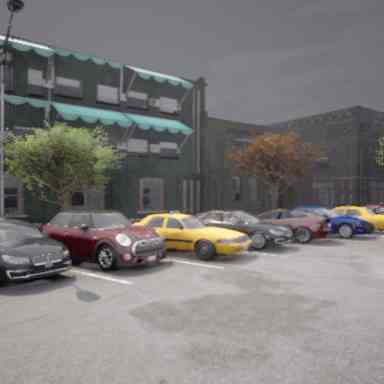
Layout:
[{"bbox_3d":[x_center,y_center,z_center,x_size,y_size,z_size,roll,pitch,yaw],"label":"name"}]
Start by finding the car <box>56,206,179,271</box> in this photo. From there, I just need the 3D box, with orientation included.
[{"bbox_3d":[-3.003,1.373,11.009,4.553,1.767,2.185,-1,-1,35],"label":"car"}]

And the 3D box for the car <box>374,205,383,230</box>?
[{"bbox_3d":[8.923,1.538,19.659,5.366,1.575,1.946,-1,-1,35],"label":"car"}]

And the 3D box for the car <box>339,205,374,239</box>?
[{"bbox_3d":[6.663,1.530,17.839,5.008,1.535,2.097,-1,-1,35],"label":"car"}]

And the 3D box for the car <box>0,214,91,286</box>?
[{"bbox_3d":[-5.392,1.491,9.277,4.892,1.521,2.231,-1,-1,35],"label":"car"}]

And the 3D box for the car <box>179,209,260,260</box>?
[{"bbox_3d":[-0.410,1.501,12.604,5.366,1.575,1.946,-1,-1,35],"label":"car"}]

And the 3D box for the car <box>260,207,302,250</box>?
[{"bbox_3d":[1.839,1.516,14.415,4.892,1.521,2.231,-1,-1,35],"label":"car"}]

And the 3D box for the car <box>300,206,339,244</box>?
[{"bbox_3d":[4.230,1.552,16.142,4.792,1.488,2.163,-1,-1,35],"label":"car"}]
